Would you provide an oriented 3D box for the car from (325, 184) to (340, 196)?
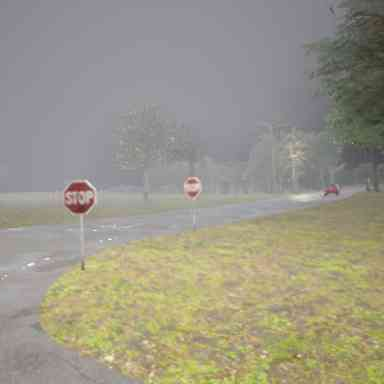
[{"bbox_3d":[25.129,-0.463,59.605,2.150,2.045,5.566,-3,0,27],"label":"car"}]
